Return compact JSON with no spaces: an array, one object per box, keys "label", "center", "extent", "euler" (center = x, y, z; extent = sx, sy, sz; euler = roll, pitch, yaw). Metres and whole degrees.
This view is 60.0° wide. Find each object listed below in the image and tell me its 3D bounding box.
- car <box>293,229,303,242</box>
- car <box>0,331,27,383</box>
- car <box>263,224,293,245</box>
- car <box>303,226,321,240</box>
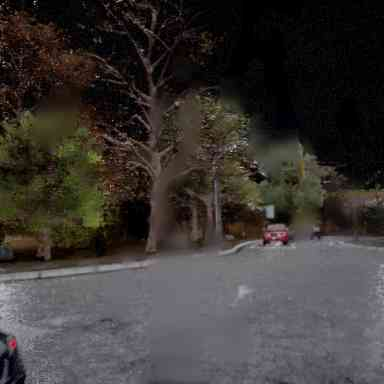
[{"label":"car","center":[12.385,5.594,42.221],"extent":[1.895,1.301,4.718],"euler":[-3,-7,27]},{"label":"car","center":[-3.884,1.761,3.179],"extent":[4.181,1.385,1.994],"euler":[-1,-2,9]},{"label":"car","center":[8.412,4.156,32.991],"extent":[2.150,2.045,5.566],"euler":[-3,-7,20]},{"label":"car","center":[18.380,6.323,51.784],"extent":[2.150,2.045,5.566],"euler":[-3,-7,37]}]
